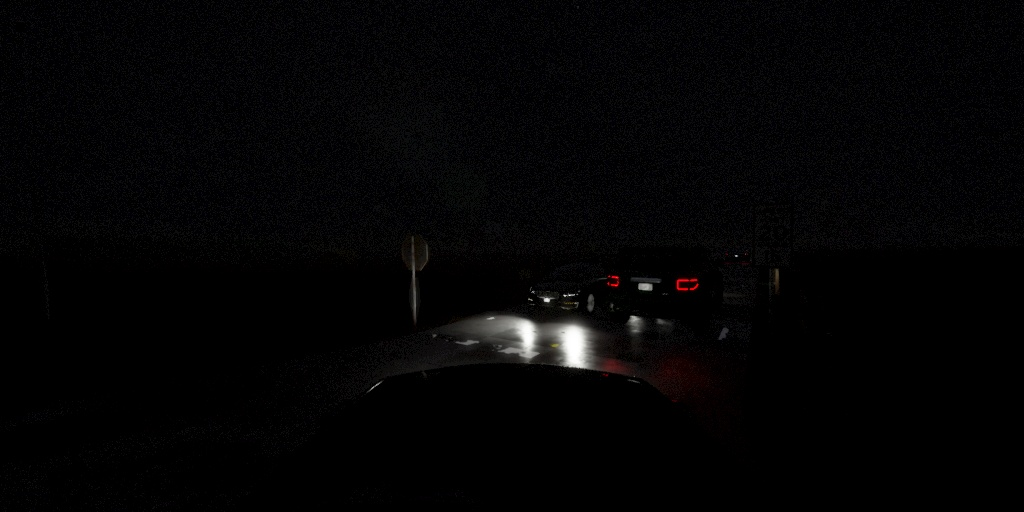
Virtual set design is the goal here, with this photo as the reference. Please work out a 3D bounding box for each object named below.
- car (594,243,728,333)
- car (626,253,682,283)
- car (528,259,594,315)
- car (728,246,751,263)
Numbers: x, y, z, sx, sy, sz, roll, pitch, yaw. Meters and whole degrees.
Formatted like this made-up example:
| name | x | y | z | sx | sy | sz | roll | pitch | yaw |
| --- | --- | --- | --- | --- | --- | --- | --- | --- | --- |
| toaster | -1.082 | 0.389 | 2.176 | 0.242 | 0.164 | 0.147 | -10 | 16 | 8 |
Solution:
| name | x | y | z | sx | sy | sz | roll | pitch | yaw |
| --- | --- | --- | --- | --- | --- | --- | --- | --- | --- |
| car | 4.419 | 0.662 | 9.945 | 2.150 | 2.045 | 5.566 | 1 | 3 | 35 |
| car | 8.053 | 0.590 | 20.115 | 1.994 | 1.385 | 4.181 | 1 | 3 | 35 |
| car | 2.361 | 0.895 | 11.982 | 1.837 | 1.490 | 4.892 | 1 | 3 | 35 |
| car | 22.123 | -0.108 | 35.164 | 1.994 | 1.385 | 4.181 | 1 | 2 | 35 |
